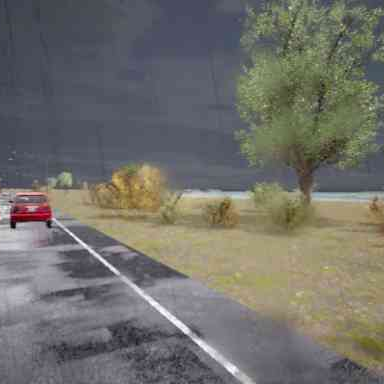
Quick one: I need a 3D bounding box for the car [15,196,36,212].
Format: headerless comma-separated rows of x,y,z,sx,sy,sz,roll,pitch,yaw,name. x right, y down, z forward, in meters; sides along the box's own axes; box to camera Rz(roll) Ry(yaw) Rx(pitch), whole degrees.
-17.931,1.209,35.771,1.812,1.442,4.674,0,1,-27,car

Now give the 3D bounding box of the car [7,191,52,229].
-10.028,1.044,20.668,2.150,2.045,5.566,0,1,-27,car
